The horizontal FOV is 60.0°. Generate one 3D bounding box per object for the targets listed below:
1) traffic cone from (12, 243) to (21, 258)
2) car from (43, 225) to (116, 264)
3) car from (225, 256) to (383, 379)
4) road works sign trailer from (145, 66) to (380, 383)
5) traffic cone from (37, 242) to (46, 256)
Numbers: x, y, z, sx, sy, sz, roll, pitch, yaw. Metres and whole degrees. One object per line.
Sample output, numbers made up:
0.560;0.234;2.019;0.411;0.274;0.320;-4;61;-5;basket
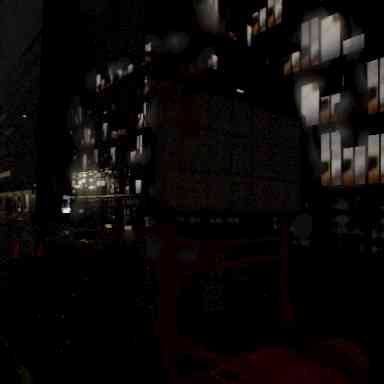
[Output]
-7.469;2.478;14.145;0.340;0.580;0.340;3;-3;-40;traffic cone
-4.973;2.106;14.261;1.752;1.417;4.829;4;-4;-40;car
2.441;1.762;5.429;1.967;1.590;4.097;4;-4;-40;car
0.373;0.666;3.803;2.380;3.560;2.880;3;-3;-39;road works sign trailer
-6.703;2.524;14.786;0.340;0.580;0.340;3;-3;-40;traffic cone
